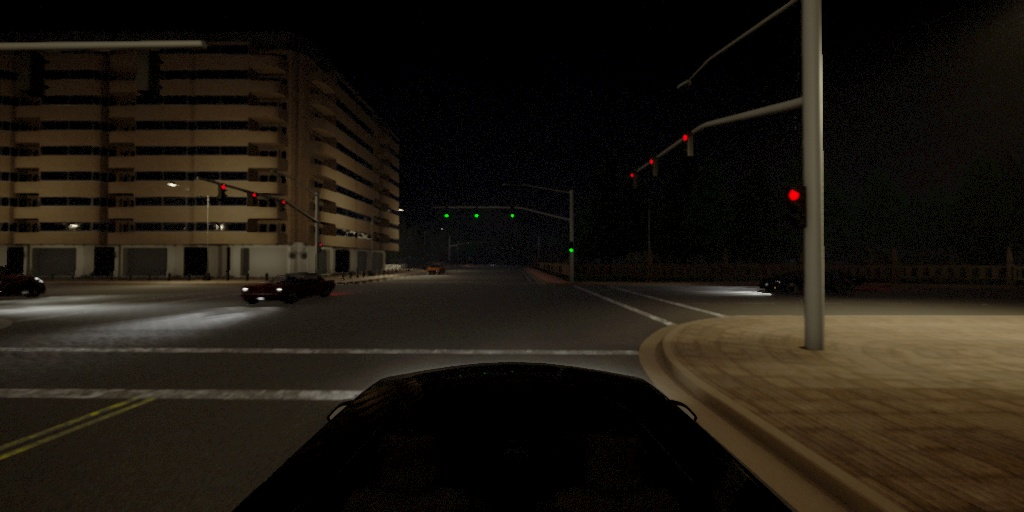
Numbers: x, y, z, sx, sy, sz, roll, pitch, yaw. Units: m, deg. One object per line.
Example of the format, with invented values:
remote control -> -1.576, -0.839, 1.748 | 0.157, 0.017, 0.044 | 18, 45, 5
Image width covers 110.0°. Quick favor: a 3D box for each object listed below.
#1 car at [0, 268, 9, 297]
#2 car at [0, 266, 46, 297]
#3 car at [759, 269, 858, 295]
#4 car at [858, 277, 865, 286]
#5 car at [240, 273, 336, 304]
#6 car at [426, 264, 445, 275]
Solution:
car -> -24.155, 1.338, 14.341 | 4.902, 1.511, 2.128 | 0, -1, 0
car -> -26.456, 1.242, 17.860 | 4.553, 1.767, 2.097 | 0, -1, 0
car -> 16.963, 1.488, 20.953 | 4.181, 1.385, 1.994 | 0, -1, 4
car -> 20.519, 1.563, 24.212 | 4.718, 1.301, 1.895 | 0, -1, 6
car -> -10.490, 1.501, 17.197 | 1.895, 1.301, 4.718 | 0, -1, 0
car -> -10.487, 1.851, 49.516 | 1.882, 1.535, 5.008 | 0, 0, 0
